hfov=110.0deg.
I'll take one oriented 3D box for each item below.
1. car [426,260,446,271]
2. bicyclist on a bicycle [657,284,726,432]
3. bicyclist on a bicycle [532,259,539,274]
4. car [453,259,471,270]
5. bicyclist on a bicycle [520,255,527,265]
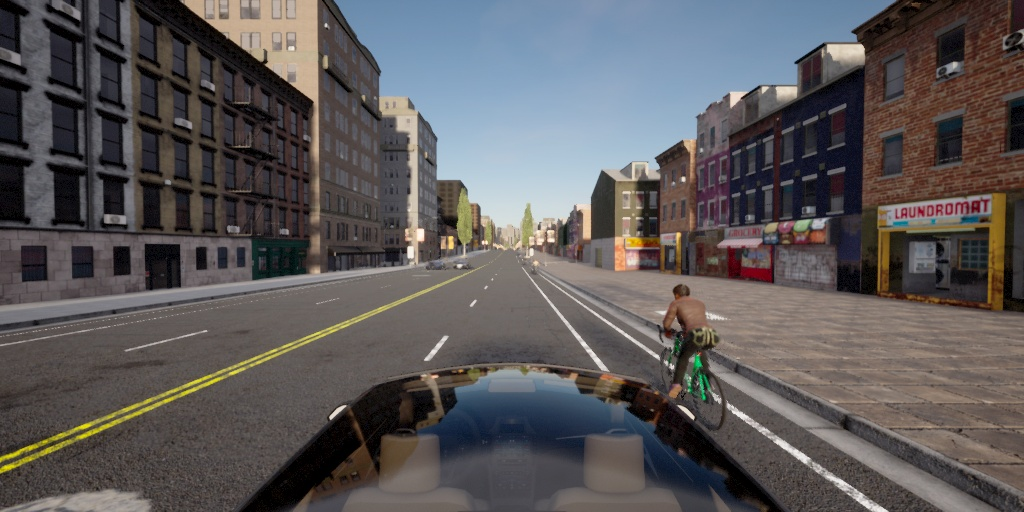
[{"bbox_3d":[-9.832,1.179,46.587,1.994,1.385,4.181,0,0,0],"label":"car"},{"bbox_3d":[2.269,1.202,4.634,0.582,1.620,1.656,0,0,0],"label":"bicyclist on a bicycle"},{"bbox_3d":[2.398,1.113,36.505,0.866,1.612,1.509,0,0,-2],"label":"bicyclist on a bicycle"},{"bbox_3d":[-6.577,1.100,47.547,2.128,1.511,4.902,0,0,0],"label":"car"},{"bbox_3d":[2.269,0.811,63.193,0.659,1.776,1.843,0,6,0],"label":"bicyclist on a bicycle"}]
